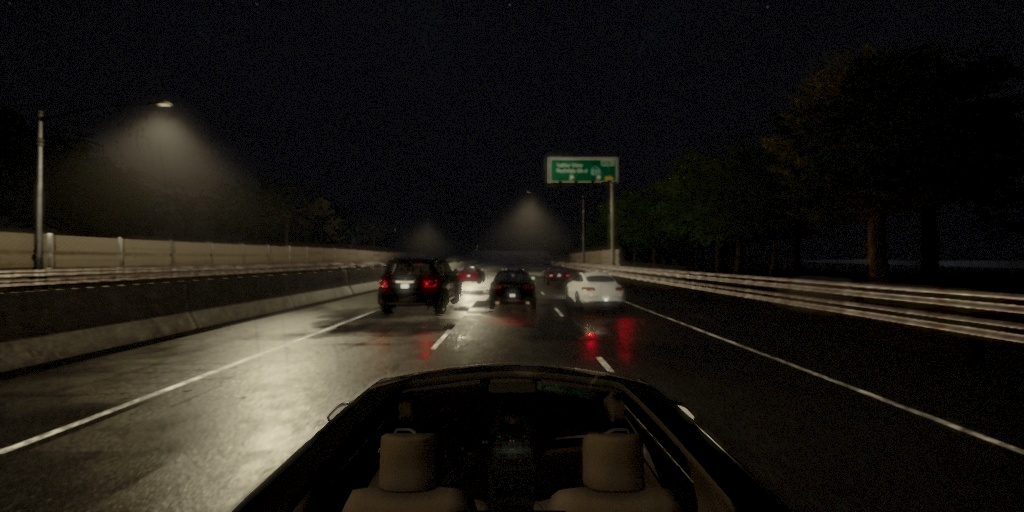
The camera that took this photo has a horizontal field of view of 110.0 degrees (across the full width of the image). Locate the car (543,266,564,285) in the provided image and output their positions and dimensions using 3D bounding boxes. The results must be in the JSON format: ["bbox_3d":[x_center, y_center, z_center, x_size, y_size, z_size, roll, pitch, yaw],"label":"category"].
[{"bbox_3d":[3.580,1.531,29.279,2.033,1.411,5.357,0,0,1],"label":"car"}]

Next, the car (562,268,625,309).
[{"bbox_3d":[3.540,1.405,15.705,1.812,1.442,4.674,0,0,1],"label":"car"}]

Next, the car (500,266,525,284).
[{"bbox_3d":[0.097,1.555,30.333,1.994,1.385,4.181,0,0,1],"label":"car"}]

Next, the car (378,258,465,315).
[{"bbox_3d":[-3.476,1.092,14.380,2.150,2.045,5.566,0,0,0],"label":"car"}]

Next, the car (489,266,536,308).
[{"bbox_3d":[0.044,1.359,16.040,1.882,1.535,5.008,0,0,1],"label":"car"}]

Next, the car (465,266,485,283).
[{"bbox_3d":[-3.401,1.555,30.320,1.994,1.385,4.181,0,0,1],"label":"car"}]
